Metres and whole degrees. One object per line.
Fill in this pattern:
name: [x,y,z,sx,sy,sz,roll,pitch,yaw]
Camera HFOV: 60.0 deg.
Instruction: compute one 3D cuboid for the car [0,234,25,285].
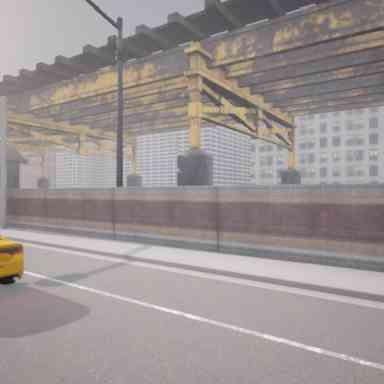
car: [-6.206,1.502,8.376,5.008,1.535,1.882,0,0,36]
